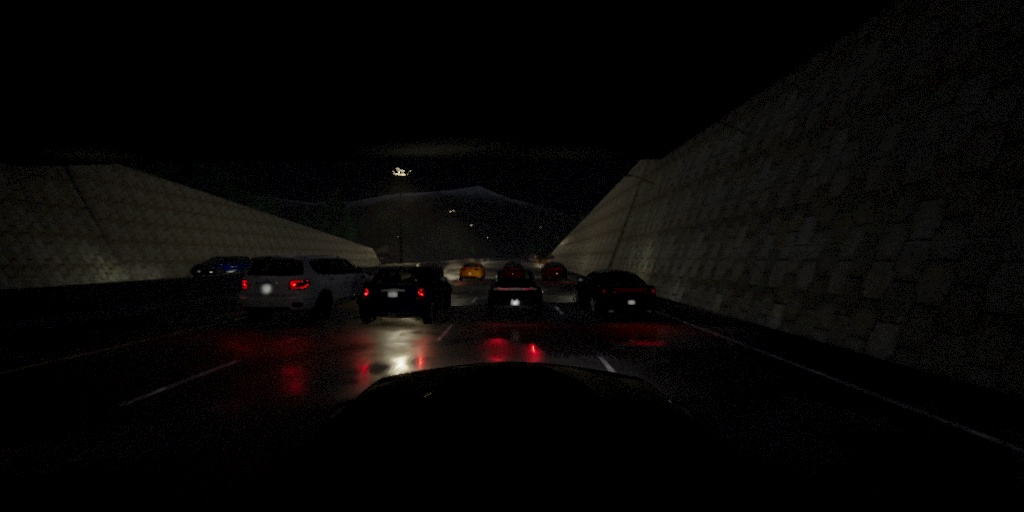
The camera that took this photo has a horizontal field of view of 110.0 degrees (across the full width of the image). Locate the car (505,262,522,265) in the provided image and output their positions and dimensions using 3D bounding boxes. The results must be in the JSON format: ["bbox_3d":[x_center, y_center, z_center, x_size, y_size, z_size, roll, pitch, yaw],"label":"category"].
[{"bbox_3d":[0.120,1.280,31.254,1.882,1.535,5.008,0,0,0],"label":"car"}]

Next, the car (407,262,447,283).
[{"bbox_3d":[-6.881,1.291,29.673,2.128,1.511,4.902,0,0,0],"label":"car"}]

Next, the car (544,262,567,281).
[{"bbox_3d":[3.620,1.281,31.264,1.882,1.535,5.008,0,0,0],"label":"car"}]

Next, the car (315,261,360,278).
[{"bbox_3d":[-17.568,1.304,36.336,2.128,1.511,4.902,0,0,0],"label":"car"}]

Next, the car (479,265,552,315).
[{"bbox_3d":[0.103,1.263,13.670,2.128,1.511,4.902,0,0,0],"label":"car"}]

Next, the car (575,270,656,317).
[{"bbox_3d":[3.603,1.248,13.268,1.882,1.535,5.008,0,0,0],"label":"car"}]

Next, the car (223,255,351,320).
[{"bbox_3d":[-6.896,0.991,12.765,2.150,2.045,5.566,0,0,0],"label":"car"}]

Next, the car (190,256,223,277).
[{"bbox_3d":[-28.072,1.030,34.914,2.150,2.045,5.566,0,0,0],"label":"car"}]

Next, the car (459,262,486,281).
[{"bbox_3d":[-3.381,1.280,31.252,1.882,1.535,5.008,0,0,0],"label":"car"}]

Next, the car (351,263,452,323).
[{"bbox_3d":[-3.398,1.121,12.355,2.097,1.767,4.553,0,0,0],"label":"car"}]
